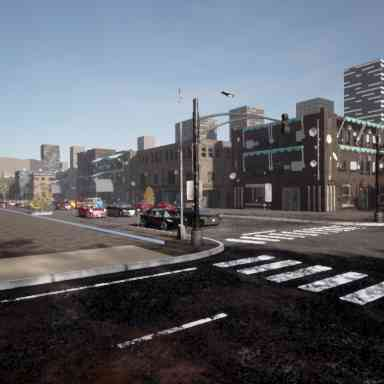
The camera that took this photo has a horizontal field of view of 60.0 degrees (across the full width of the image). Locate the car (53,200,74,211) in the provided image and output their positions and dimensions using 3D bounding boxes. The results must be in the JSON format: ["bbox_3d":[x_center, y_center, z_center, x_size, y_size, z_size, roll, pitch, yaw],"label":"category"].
[{"bbox_3d":[-19.784,2.121,51.376,1.812,1.442,4.674,-1,0,-37],"label":"car"}]

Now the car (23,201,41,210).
[{"bbox_3d":[-26.737,2.232,56.169,1.752,1.417,4.829,-1,0,-37],"label":"car"}]

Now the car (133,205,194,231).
[{"bbox_3d":[-2.036,1.814,22.968,1.947,1.339,4.313,-2,0,-37],"label":"car"}]

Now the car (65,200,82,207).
[{"bbox_3d":[-23.448,2.227,65.760,1.887,1.381,4.507,-1,0,-37],"label":"car"}]

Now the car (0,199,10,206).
[{"bbox_3d":[-46.740,2.597,82.893,1.887,1.381,4.507,-1,0,-37],"label":"car"}]

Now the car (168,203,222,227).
[{"bbox_3d":[0.270,1.782,24.406,1.994,1.385,4.181,-1,0,-38],"label":"car"}]

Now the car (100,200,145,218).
[{"bbox_3d":[-7.291,1.853,34.532,2.128,1.511,4.902,-1,0,-37],"label":"car"}]

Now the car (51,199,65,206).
[{"bbox_3d":[-30.081,2.363,74.623,1.947,1.339,4.313,-1,0,-37],"label":"car"}]

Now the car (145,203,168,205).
[{"bbox_3d":[-3.546,1.903,39.173,1.802,1.307,4.206,-2,0,-37],"label":"car"}]

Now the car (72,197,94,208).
[{"bbox_3d":[-20.136,1.939,61.328,2.192,1.841,5.009,-1,0,-37],"label":"car"}]

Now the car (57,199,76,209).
[{"bbox_3d":[-22.969,2.141,60.813,1.882,1.535,5.008,-1,0,-37],"label":"car"}]

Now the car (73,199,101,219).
[{"bbox_3d":[-10.257,1.846,34.149,1.967,1.590,4.097,-2,0,-37],"label":"car"}]

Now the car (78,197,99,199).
[{"bbox_3d":[-16.953,1.909,52.775,2.097,1.767,4.553,-1,0,-37],"label":"car"}]

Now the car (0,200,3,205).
[{"bbox_3d":[-43.423,2.546,78.462,2.008,1.369,4.403,-1,0,-37],"label":"car"}]

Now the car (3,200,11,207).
[{"bbox_3d":[-40.109,2.379,74.030,1.967,1.590,4.097,-1,0,-37],"label":"car"}]

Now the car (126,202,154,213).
[{"bbox_3d":[-6.862,1.966,43.604,1.802,1.307,4.206,-2,0,-37],"label":"car"}]

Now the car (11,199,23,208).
[{"bbox_3d":[-33.473,2.375,65.169,2.008,1.369,4.403,-1,0,-37],"label":"car"}]
